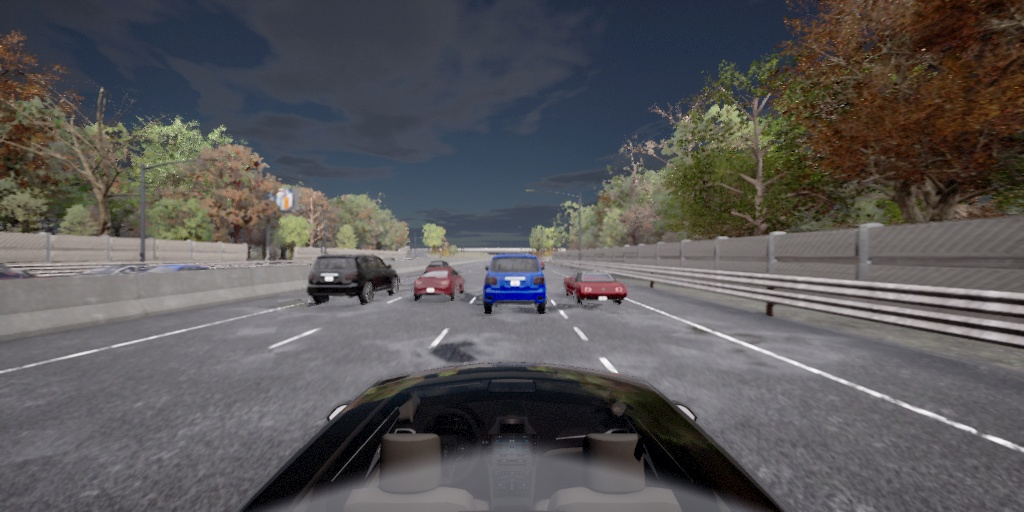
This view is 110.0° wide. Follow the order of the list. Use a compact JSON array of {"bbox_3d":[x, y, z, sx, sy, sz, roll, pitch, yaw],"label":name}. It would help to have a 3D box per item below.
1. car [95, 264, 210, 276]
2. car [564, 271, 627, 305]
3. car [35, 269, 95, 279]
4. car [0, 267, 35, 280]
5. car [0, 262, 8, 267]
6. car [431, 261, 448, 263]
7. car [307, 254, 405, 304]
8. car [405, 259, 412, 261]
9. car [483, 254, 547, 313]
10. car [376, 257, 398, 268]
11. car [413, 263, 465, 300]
[{"bbox_3d":[-17.595,1.201,18.555,1.882,1.535,5.008,0,0,0],"label":"car"},{"bbox_3d":[3.505,1.325,16.013,1.895,1.301,4.718,0,0,0],"label":"car"},{"bbox_3d":[-21.094,1.214,19.190,2.128,1.511,4.902,0,0,0],"label":"car"},{"bbox_3d":[-24.595,1.328,16.714,1.895,1.301,4.718,0,0,0],"label":"car"},{"bbox_3d":[-28.094,1.077,17.816,2.097,1.767,4.553,0,0,0],"label":"car"},{"bbox_3d":[-6.891,1.204,34.312,1.837,1.490,4.892,0,0,0],"label":"car"},{"bbox_3d":[-6.896,0.948,16.209,2.150,2.045,5.566,0,0,0],"label":"car"},{"bbox_3d":[-17.503,1.218,60.070,2.033,1.411,5.357,0,0,1],"label":"car"},{"bbox_3d":[0.100,0.951,14.073,2.150,2.045,5.566,0,0,0],"label":"car"},{"bbox_3d":[-21.006,1.024,60.530,2.097,1.767,4.553,0,0,0],"label":"car"},{"bbox_3d":[-3.396,1.250,17.242,1.812,1.442,4.674,0,0,0],"label":"car"}]
